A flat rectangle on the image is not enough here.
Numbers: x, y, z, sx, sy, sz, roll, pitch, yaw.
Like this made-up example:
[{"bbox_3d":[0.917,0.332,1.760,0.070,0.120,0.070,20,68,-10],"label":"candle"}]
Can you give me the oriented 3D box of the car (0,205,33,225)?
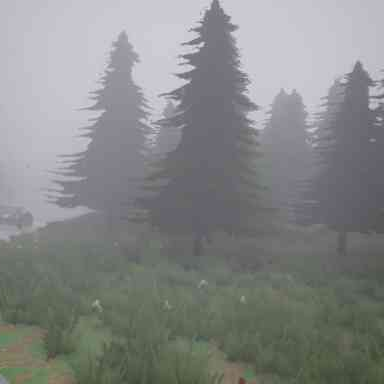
[{"bbox_3d":[-14.053,1.862,26.239,2.097,1.767,4.553,4,-2,-14],"label":"car"}]
